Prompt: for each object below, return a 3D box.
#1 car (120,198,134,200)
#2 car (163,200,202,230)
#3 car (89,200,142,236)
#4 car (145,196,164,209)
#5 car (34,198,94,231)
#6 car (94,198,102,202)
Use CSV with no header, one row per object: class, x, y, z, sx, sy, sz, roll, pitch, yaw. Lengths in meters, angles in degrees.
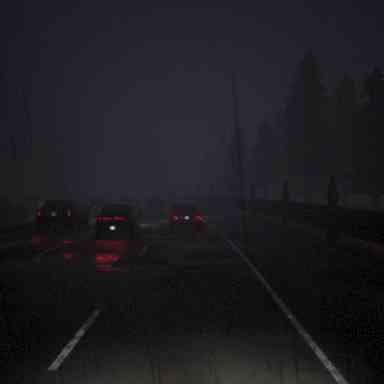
car,-7.604,1.338,38.614,1.895,1.301,4.718,0,0,-16
car,-0.517,1.410,20.078,2.033,1.411,5.357,0,0,-6
car,-3.863,1.383,17.756,1.837,1.490,4.892,0,0,-5
car,-4.543,1.202,40.453,1.882,1.535,5.008,0,1,-16
car,-7.574,1.216,19.891,2.097,1.767,4.553,0,0,-5
car,-11.203,1.339,38.511,1.895,1.301,4.718,0,0,-16
